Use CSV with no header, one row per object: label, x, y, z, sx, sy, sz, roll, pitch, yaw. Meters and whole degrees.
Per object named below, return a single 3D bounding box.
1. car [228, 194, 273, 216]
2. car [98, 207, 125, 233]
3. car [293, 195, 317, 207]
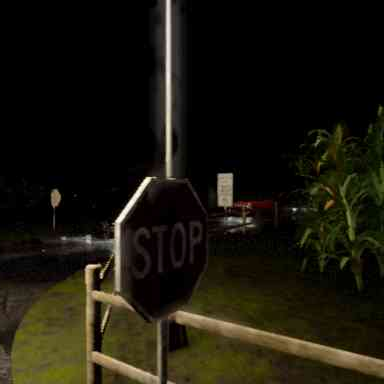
car,4.962,1.021,27.998,2.097,1.767,4.553,0,1,39
car,-2.843,1.374,18.258,1.837,1.490,4.892,0,2,37
car,13.511,0.996,38.495,2.033,1.411,5.357,0,1,40
